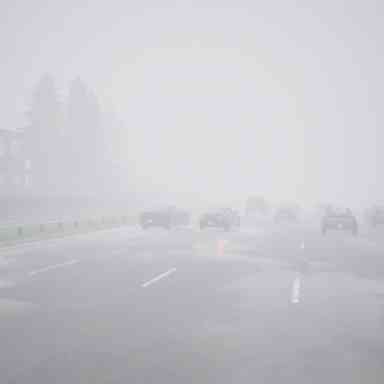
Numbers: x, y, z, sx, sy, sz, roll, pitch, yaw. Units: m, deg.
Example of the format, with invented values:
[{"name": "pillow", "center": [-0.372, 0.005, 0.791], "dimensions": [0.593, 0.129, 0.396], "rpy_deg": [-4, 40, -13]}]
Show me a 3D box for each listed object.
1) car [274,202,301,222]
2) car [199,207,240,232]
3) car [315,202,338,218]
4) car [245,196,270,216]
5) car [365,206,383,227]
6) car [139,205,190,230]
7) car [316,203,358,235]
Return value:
[{"name": "car", "center": [8.229, 1.765, 28.967], "dimensions": [1.812, 1.442, 4.674], "rpy_deg": [0, 0, 20]}, {"name": "car", "center": [1.857, 1.667, 21.495], "dimensions": [1.812, 1.442, 4.674], "rpy_deg": [0, -1, 20]}, {"name": "car", "center": [14.219, 1.876, 35.364], "dimensions": [2.033, 1.411, 5.357], "rpy_deg": [0, 0, 20]}, {"name": "car", "center": [7.297, 1.501, 36.783], "dimensions": [2.150, 2.045, 5.566], "rpy_deg": [0, 0, 20]}, {"name": "car", "center": [14.145, 1.756, 24.711], "dimensions": [2.128, 1.511, 4.902], "rpy_deg": [0, 0, 20]}, {"name": "car", "center": [-1.656, 1.592, 22.059], "dimensions": [1.882, 1.535, 5.008], "rpy_deg": [0, 0, 20]}, {"name": "car", "center": [8.903, 1.686, 20.415], "dimensions": [2.128, 1.511, 4.902], "rpy_deg": [0, 0, 20]}]
